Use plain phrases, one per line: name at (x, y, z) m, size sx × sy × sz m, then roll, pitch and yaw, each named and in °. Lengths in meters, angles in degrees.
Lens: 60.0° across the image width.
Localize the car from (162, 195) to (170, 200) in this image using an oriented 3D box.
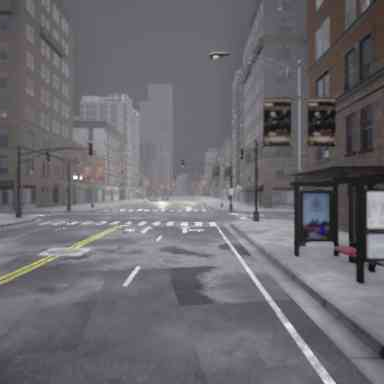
car at (-6.422, 1.582, 82.930) m, size 1.837 × 1.490 × 4.892 m, roll 0°, pitch 0°, yaw 0°
